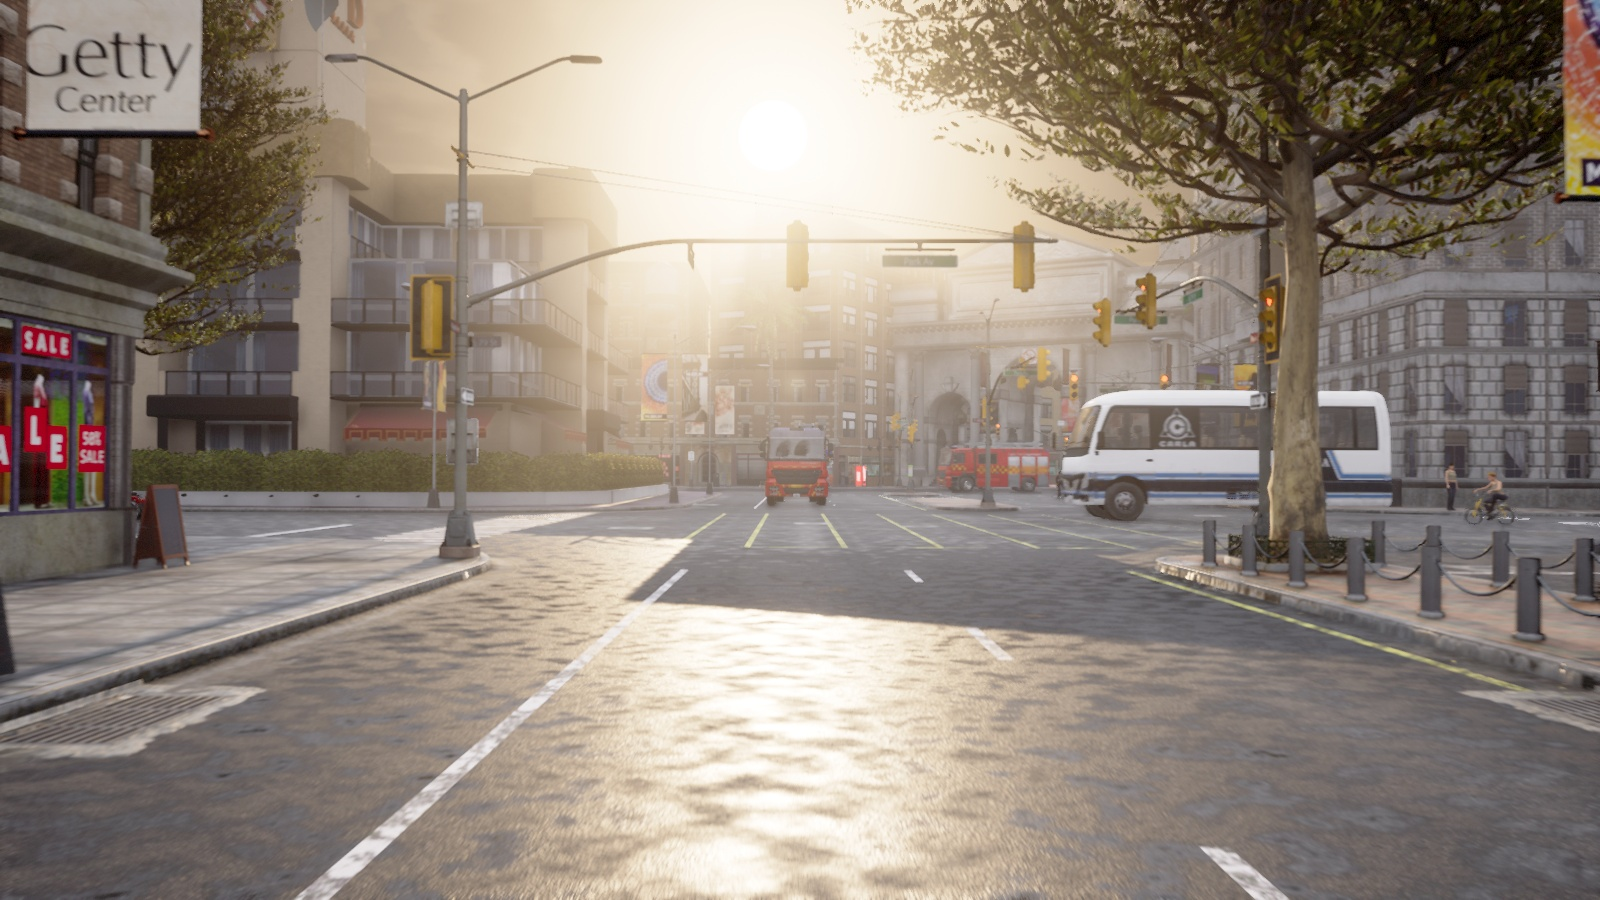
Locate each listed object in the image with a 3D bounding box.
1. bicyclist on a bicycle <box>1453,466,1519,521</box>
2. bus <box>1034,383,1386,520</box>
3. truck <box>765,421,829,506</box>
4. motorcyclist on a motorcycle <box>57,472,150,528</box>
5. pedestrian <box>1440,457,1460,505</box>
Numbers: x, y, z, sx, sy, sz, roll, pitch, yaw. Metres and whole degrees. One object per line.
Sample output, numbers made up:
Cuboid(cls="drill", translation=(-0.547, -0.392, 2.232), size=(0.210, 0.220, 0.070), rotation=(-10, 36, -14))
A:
Cuboid(cls="bicyclist on a bicycle", translation=(20.680, 1.302, 37.867), size=(1.509, 1.612, 0.866), rotation=(0, -1, -1))
Cuboid(cls="bus", translation=(13.221, 0.077, 41.338), size=(10.273, 4.253, 3.944), rotation=(0, -1, 0))
Cuboid(cls="truck", translation=(-0.155, 0.679, 61.453), size=(2.891, 3.827, 8.468), rotation=(0, -1, 0))
Cuboid(cls="motorcyclist on a motorcycle", translation=(-20.816, 1.477, 37.540), size=(2.350, 1.649, 0.766), rotation=(0, -1, 0))
Cuboid(cls="pedestrian", translation=(24.773, 1.173, 47.856), size=(0.345, 1.836, 0.594), rotation=(0, -1, -14))
